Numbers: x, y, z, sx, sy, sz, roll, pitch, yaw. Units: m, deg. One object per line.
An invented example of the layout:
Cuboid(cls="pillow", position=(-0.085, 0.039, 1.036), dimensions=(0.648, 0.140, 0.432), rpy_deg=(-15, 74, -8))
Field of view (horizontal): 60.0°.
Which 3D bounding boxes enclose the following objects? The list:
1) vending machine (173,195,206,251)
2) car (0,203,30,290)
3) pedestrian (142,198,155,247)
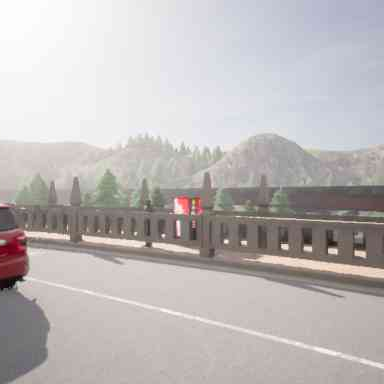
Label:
Cuboid(cls="vending machine", position=(-0.080, 1.195, 13.286), dimensions=(0.880, 2.100, 1.100), rpy_deg=(0, 0, 31))
Cuboid(cls="car", position=(-6.154, 1.223, 7.666), dimensions=(5.566, 2.045, 2.150), rpy_deg=(0, 0, 30))
Cuboid(cls="pedestrian", position=(-1.666, 1.141, 12.525), dimensions=(0.375, 1.860, 0.375), rpy_deg=(0, 0, 31))
